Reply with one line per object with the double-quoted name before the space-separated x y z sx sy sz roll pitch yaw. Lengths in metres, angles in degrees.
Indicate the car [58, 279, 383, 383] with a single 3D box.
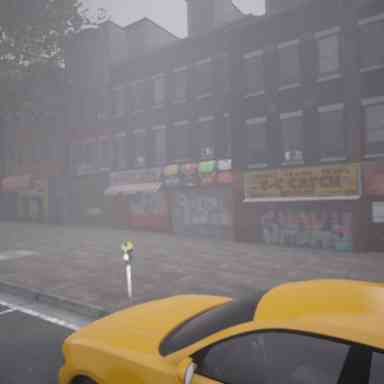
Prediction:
"car" 1.035 1.479 2.547 5.008 1.535 1.882 0 0 34
